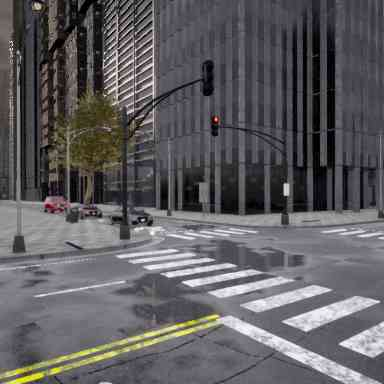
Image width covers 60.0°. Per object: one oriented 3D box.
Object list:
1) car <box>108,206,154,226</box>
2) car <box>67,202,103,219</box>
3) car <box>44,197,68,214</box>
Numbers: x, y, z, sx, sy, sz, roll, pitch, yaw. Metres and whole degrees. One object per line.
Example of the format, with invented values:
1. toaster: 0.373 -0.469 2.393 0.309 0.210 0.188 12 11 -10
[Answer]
1. car: -4.454 1.728 23.983 1.994 1.385 4.181 0 0 -35
2. car: -10.174 1.816 32.019 1.994 1.385 4.181 0 0 -36
3. car: -16.781 1.587 41.345 2.150 2.045 5.566 0 -1 -36
